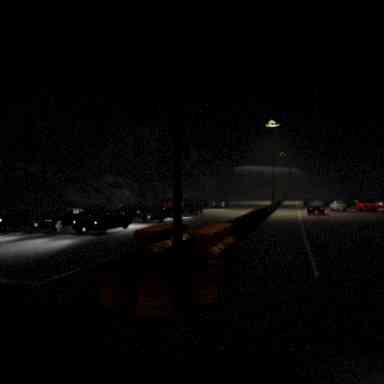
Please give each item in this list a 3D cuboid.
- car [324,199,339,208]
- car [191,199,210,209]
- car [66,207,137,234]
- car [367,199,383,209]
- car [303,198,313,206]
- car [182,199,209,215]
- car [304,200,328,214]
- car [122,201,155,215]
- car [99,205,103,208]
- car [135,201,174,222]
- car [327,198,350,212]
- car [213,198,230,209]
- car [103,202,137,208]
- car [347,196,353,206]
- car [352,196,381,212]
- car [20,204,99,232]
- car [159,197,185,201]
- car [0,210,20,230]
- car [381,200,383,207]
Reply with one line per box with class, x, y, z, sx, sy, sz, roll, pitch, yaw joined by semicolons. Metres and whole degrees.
car;23.424;1.954;56.078;1.994;1.385;4.181;0;0;17
car;1.509;2.020;56.302;1.837;1.490;4.892;0;0;17
car;-5.662;1.893;21.570;1.895;1.301;4.718;0;-1;17
car;30.110;1.912;54.007;2.033;1.411;5.357;0;0;17
car;20.922;1.870;59.533;1.882;1.535;5.008;0;0;17
car;0.102;1.946;40.253;2.128;1.511;4.902;0;0;17
car;15.169;2.018;40.924;1.895;1.301;4.718;0;0;17
car;-6.644;1.971;42.127;2.128;1.511;4.902;0;0;17
car;-9.727;1.936;32.167;1.812;1.442;4.674;0;-1;17
car;-2.926;1.880;30.487;2.128;1.511;4.902;0;-1;17
car;20.462;1.937;46.518;1.812;1.442;4.674;0;0;17
car;4.868;1.829;55.321;2.097;1.767;4.553;0;0;17
car;-6.196;1.930;31.764;1.812;1.442;4.674;0;-1;17
car;26.774;1.599;55.070;2.150;2.045;5.566;0;0;17
car;23.797;1.750;45.459;2.097;1.767;4.553;0;0;17
car;-8.911;1.800;22.911;2.128;1.511;4.902;0;-1;17
car;-3.057;1.692;41.881;2.150;2.045;5.566;0;0;17
car;-12.345;1.919;23.653;1.895;1.301;4.718;0;-1;17
car;27.159;1.986;44.480;1.895;1.301;4.718;0;0;17
